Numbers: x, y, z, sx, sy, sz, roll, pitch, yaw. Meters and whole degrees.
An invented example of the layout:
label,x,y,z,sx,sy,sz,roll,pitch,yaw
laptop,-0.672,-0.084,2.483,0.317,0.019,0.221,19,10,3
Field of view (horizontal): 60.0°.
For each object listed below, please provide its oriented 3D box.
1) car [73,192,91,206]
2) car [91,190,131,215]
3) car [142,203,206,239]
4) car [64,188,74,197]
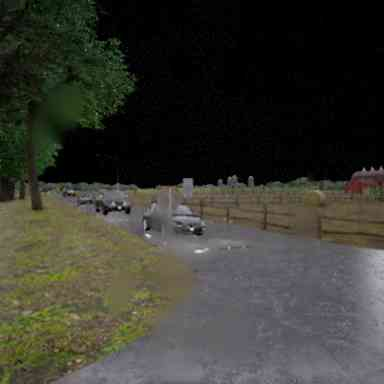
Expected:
label,x,y,z,sx,sy,sz,roll,pitch,yaw
car,-13.955,0.970,43.591,2.033,1.411,5.357,-1,1,-25
car,-6.944,0.835,28.830,2.150,2.045,5.566,-1,2,-26
car,-1.048,1.312,16.543,1.837,1.490,4.892,-1,2,-26
car,-31.641,0.440,86.993,1.882,1.535,5.008,-1,1,-26
